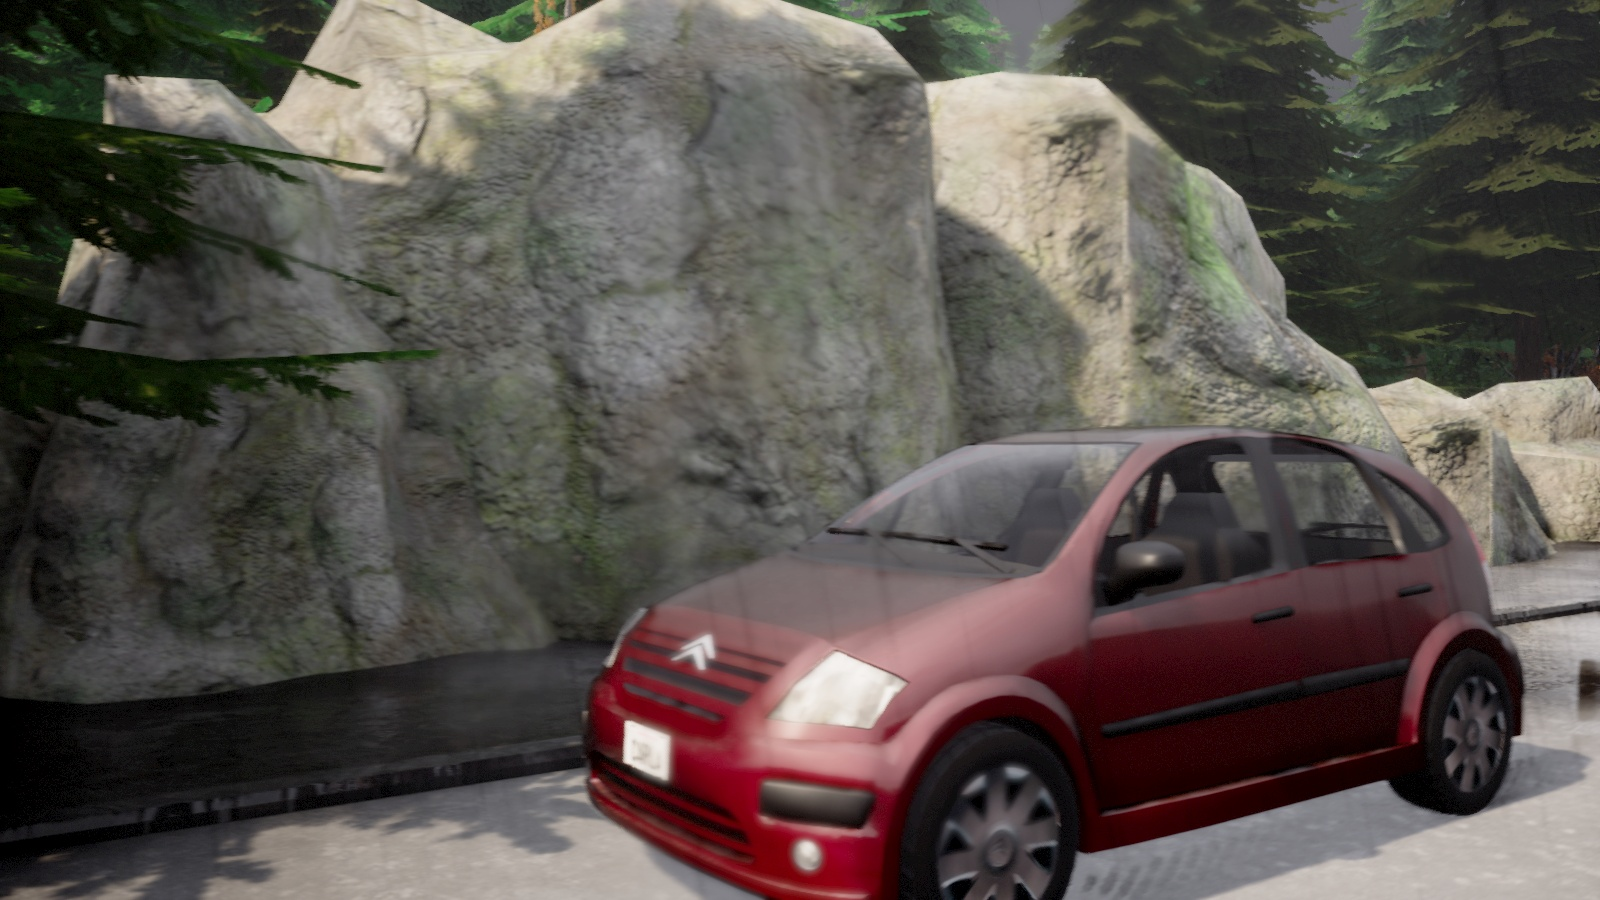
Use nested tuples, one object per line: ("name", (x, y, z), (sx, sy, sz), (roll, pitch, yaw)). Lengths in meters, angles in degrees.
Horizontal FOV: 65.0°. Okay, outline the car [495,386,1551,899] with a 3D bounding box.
("car", (1.046, 0.653, 4.997), (3.988, 1.617, 1.851), (0, 0, -35))
